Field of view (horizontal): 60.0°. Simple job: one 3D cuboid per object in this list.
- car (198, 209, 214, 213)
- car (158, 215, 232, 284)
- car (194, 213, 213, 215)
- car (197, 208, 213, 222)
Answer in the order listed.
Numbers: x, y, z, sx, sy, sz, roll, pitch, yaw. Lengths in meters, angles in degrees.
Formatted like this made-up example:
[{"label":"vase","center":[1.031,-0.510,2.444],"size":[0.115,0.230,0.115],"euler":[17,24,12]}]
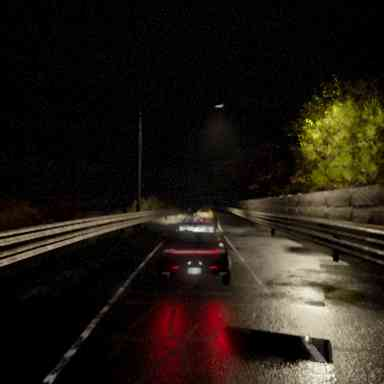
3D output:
[{"label":"car","center":[0.911,2.513,30.141],"size":[1.895,1.301,4.718],"euler":[0,-2,3]},{"label":"car","center":[0.091,1.662,10.040],"size":[2.128,1.511,4.902],"euler":[0,-2,1]},{"label":"car","center":[0.321,2.083,19.257],"size":[1.895,1.301,4.718],"euler":[0,-2,2]},{"label":"car","center":[1.725,2.876,42.434],"size":[1.882,1.535,5.008],"euler":[0,-2,4]}]
